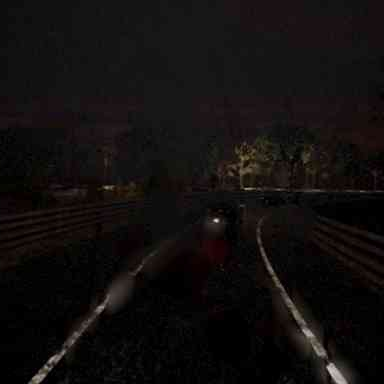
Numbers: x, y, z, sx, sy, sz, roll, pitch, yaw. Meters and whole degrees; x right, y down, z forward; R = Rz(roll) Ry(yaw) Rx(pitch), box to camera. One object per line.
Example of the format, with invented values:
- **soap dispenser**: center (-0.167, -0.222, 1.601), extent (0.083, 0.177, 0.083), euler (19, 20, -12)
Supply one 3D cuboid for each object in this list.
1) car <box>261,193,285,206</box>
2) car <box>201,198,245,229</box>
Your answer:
- **car**: center (9.549, 0.841, 39.150), extent (1.812, 1.442, 4.674), euler (1, 1, 29)
- **car**: center (1.814, 1.121, 18.730), extent (1.837, 1.490, 4.892), euler (-1, 0, 15)
